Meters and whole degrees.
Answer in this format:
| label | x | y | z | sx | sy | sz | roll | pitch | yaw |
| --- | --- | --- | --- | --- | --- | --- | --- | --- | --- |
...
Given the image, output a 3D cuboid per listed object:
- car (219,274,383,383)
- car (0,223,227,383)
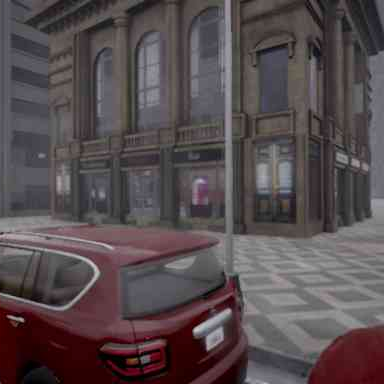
| label | x | y | z | sx | sy | sz | roll | pitch | yaw |
| --- | --- | --- | --- | --- | --- | --- | --- | --- | --- |
| car | 2.816 | 1.304 | 0.954 | 5.009 | 1.841 | 2.192 | 0 | 0 | 36 |
| car | -1.749 | 1.337 | 4.214 | 5.009 | 1.841 | 2.192 | 0 | 0 | 36 |
